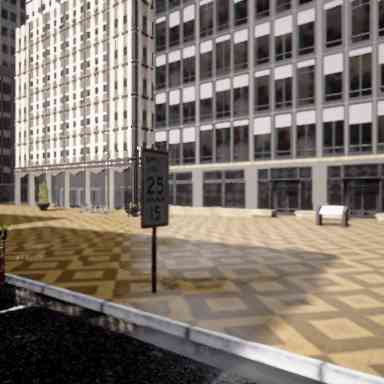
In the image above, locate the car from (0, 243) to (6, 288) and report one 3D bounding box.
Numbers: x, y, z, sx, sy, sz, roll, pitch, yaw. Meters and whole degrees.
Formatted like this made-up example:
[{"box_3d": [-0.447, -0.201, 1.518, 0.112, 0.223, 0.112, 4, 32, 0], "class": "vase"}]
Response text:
[{"box_3d": [-5.957, 1.347, 7.126, 5.009, 1.841, 2.192, 0, 0, 36], "class": "car"}]
